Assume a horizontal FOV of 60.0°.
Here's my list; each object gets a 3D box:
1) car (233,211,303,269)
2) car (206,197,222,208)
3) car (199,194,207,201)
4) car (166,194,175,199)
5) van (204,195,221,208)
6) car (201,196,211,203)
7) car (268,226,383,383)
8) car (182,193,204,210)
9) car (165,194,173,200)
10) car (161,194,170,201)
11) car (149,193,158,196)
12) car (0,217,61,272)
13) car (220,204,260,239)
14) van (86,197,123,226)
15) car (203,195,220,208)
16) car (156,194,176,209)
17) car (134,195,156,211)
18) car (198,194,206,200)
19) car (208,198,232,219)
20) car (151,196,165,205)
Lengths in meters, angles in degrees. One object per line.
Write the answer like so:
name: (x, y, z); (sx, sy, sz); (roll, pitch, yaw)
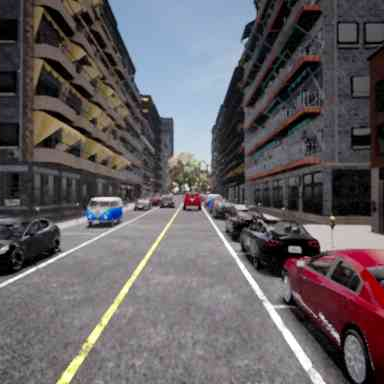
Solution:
car: (2.682, 1.528, 10.777); (1.947, 1.339, 4.313); (1, 0, 0)
car: (2.641, 1.463, 33.562); (1.802, 1.307, 4.206); (1, 0, 0)
car: (2.559, 1.268, 79.133); (1.887, 1.381, 4.507); (1, 0, 0)
car: (-5.809, 1.235, 90.448); (2.008, 1.369, 4.403); (1, 0, 0)
van: (2.635, 1.203, 39.258); (1.690, 1.788, 3.998); (1, 0, 0)
car: (2.589, 1.364, 62.044); (1.802, 1.307, 4.206); (1, 0, 0)
car: (2.693, 1.527, 5.081); (1.887, 1.381, 4.507); (1, 0, 0)
car: (0.025, 1.078, 40.875); (2.150, 2.045, 5.566); (0, 0, 0)
car: (-5.799, 1.249, 84.752); (1.887, 1.381, 4.507); (1, 0, 0)
car: (-5.784, 1.269, 73.189); (1.752, 1.417, 4.829); (1, 0, 0)
car: (-5.766, 1.137, 50.573); (2.192, 1.841, 5.009); (1, 0, 0)
car: (-5.699, 1.527, 10.699); (1.947, 1.339, 4.313); (1, 0, 0)
car: (2.672, 1.507, 16.473); (1.947, 1.339, 4.313); (1, 0, 0)
van: (-5.715, 1.262, 22.091); (1.690, 1.788, 3.998); (1, 0, 0)
car: (2.622, 1.282, 44.955); (1.967, 1.590, 4.097); (1, 0, 0)
car: (-3.170, 1.353, 43.009); (1.837, 1.490, 4.892); (0, 0, 0)
car: (-5.750, 1.412, 39.181); (2.008, 1.369, 4.403); (1, 0, 0)
car: (2.548, 1.249, 84.829); (1.887, 1.381, 4.507); (1, 0, 0)
car: (2.651, 1.452, 27.866); (2.008, 1.369, 4.403); (1, 0, 0)
car: (-5.781, 1.347, 56.271); (1.887, 1.381, 4.507); (1, 0, 0)
